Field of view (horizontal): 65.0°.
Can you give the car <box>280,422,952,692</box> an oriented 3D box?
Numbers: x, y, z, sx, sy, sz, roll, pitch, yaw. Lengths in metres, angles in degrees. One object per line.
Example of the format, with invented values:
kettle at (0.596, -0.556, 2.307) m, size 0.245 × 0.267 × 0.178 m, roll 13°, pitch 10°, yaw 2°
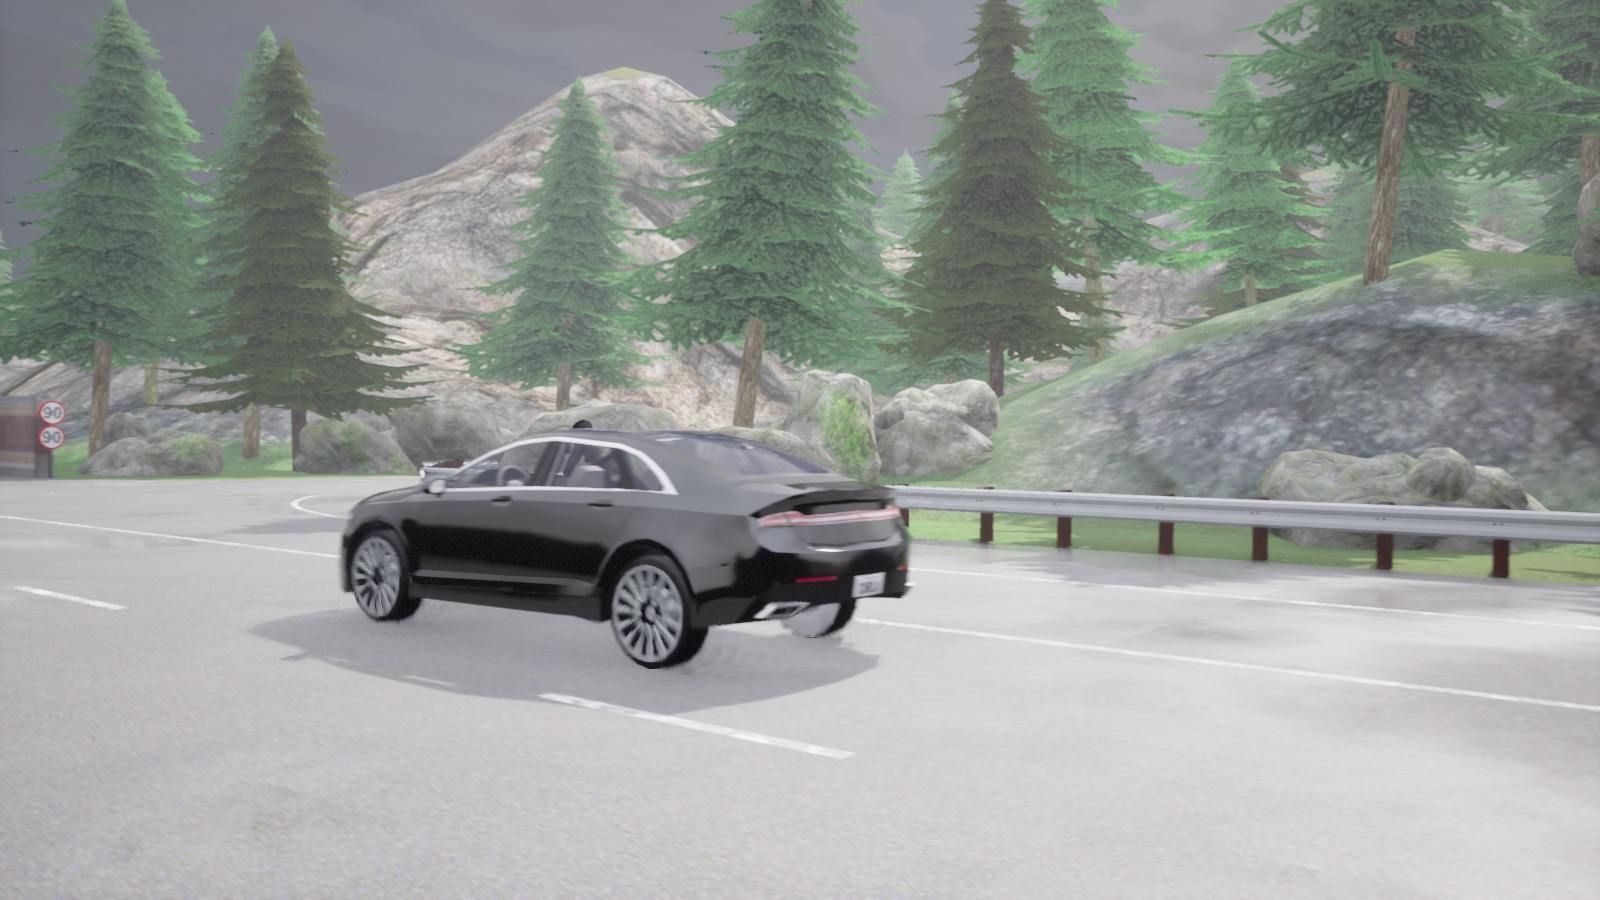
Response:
car at (-1.544, 0.579, 9.348) m, size 4.902 × 1.511 × 2.128 m, roll 0°, pitch 1°, yaw 38°
